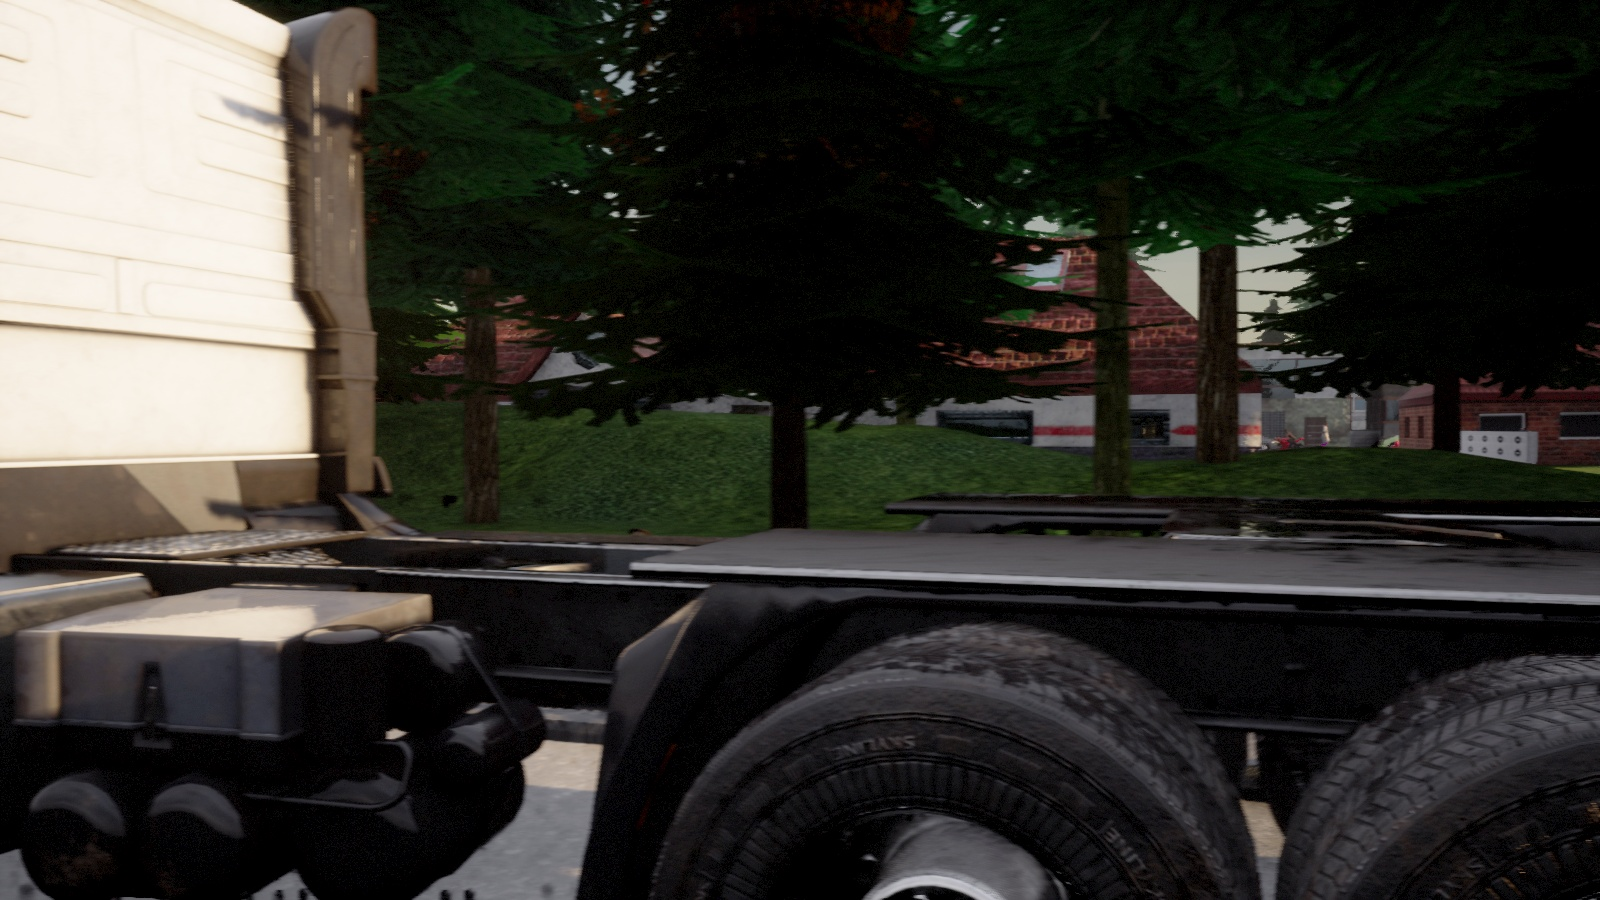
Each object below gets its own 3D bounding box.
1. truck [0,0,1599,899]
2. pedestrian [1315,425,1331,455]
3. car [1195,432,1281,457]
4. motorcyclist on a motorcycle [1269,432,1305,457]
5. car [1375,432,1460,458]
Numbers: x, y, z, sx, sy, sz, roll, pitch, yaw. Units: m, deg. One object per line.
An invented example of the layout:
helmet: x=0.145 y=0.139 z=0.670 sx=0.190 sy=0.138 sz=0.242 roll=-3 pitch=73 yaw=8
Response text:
truck: x=-0.939 y=-0.227 z=4.023 sx=7.936 sy=3.462 sz=2.891 roll=1 pitch=1 yaw=19
pedestrian: x=34.819 y=-0.664 z=83.581 sx=0.873 sy=1.952 sz=0.659 roll=1 pitch=1 yaw=18
car: x=26.893 y=-0.350 z=77.145 sx=4.902 sy=1.511 sz=2.128 roll=1 pitch=1 yaw=19
motorcyclist on a motorcycle: x=31.007 y=-0.351 z=79.982 sx=2.044 sy=1.523 sz=0.797 roll=1 pitch=1 yaw=19
car: x=38.099 y=-0.311 z=77.596 sx=4.514 sy=1.525 sz=2.007 roll=1 pitch=1 yaw=19
